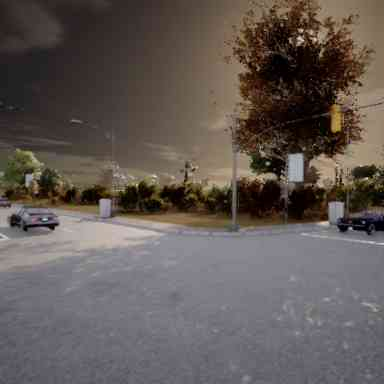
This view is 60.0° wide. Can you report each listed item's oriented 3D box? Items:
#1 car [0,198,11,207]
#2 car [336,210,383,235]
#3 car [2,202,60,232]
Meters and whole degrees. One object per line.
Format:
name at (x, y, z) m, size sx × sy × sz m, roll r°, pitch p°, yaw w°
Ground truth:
car at (-27.183, 1.543, 47.562) m, size 2.128 × 1.511 × 4.902 m, roll 1°, pitch 0°, yaw -39°
car at (10.906, 1.806, 20.366) m, size 4.718 × 1.301 × 1.895 m, roll 1°, pitch 0°, yaw -35°
car at (-9.880, 1.584, 20.592) m, size 2.033 × 1.411 × 5.357 m, roll 1°, pitch 0°, yaw -40°
